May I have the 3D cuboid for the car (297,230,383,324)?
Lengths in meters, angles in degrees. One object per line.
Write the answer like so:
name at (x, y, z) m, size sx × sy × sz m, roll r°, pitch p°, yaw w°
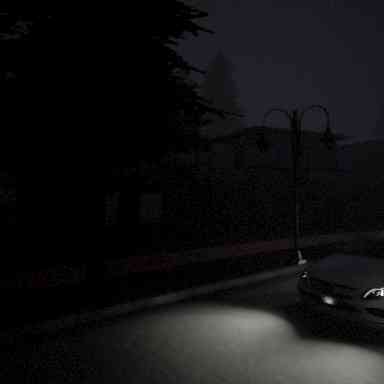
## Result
car at (4.224, 1.563, 6.971) m, size 4.674 × 1.442 × 1.812 m, roll 0°, pitch -1°, yaw -35°
